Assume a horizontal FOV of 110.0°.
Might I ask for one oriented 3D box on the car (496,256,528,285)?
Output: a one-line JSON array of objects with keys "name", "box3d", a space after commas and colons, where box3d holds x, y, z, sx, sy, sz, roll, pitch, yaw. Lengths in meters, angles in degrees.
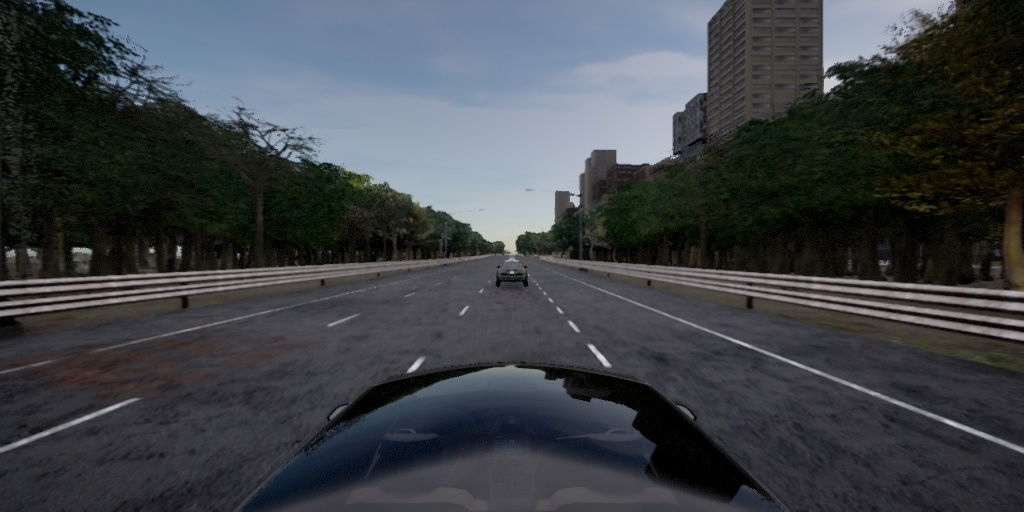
[{"name": "car", "box3d": [0.000, 1.093, 25.803, 2.097, 1.767, 4.553, 0, 0, 0]}]
